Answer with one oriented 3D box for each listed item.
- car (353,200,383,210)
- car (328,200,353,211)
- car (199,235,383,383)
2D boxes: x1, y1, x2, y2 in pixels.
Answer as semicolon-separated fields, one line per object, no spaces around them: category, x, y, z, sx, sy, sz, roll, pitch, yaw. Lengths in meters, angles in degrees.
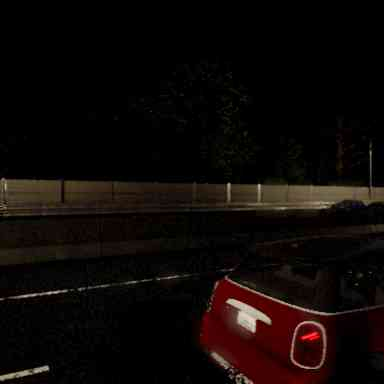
car;18.840;1.784;33.485;4.892;1.490;1.837;0;0;-28
car;17.049;1.645;36.496;4.553;1.767;2.097;0;0;-28
car;2.439;1.389;4.512;4.553;1.767;2.097;0;0;-28
